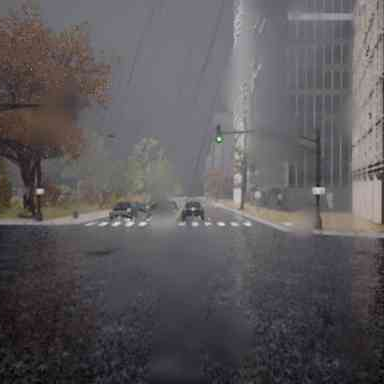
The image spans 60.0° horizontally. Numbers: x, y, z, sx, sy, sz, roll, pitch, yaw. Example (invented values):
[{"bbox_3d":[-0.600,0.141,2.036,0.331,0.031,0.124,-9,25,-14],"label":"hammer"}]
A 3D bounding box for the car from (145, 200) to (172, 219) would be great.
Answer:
[{"bbox_3d":[-3.331,1.885,33.727,1.812,1.442,4.674,0,-1,0],"label":"car"}]

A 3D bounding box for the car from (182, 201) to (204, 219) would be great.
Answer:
[{"bbox_3d":[0.103,1.708,33.513,2.097,1.767,4.553,0,-1,0],"label":"car"}]

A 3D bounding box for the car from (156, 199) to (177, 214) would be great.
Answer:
[{"bbox_3d":[-3.329,1.968,42.999,1.837,1.490,4.892,0,0,0],"label":"car"}]

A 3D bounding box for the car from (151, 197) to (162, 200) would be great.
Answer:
[{"bbox_3d":[-6.521,1.885,60.106,2.150,2.045,5.566,0,-1,0],"label":"car"}]

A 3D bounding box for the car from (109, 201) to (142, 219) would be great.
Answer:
[{"bbox_3d":[-6.585,1.698,32.542,2.097,1.767,4.553,0,-1,0],"label":"car"}]

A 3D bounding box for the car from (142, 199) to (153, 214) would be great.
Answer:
[{"bbox_3d":[-6.578,2.012,43.060,2.033,1.411,5.357,0,-1,0],"label":"car"}]
